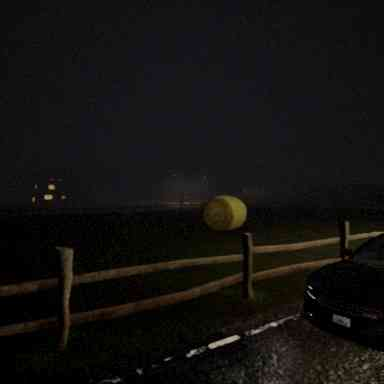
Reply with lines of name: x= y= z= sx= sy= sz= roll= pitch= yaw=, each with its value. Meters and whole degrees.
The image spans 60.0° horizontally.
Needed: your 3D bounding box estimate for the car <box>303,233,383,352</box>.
car: x=4.061 y=1.473 z=5.970 sx=5.008 sy=1.535 sz=1.882 roll=0 pitch=0 yaw=-36
